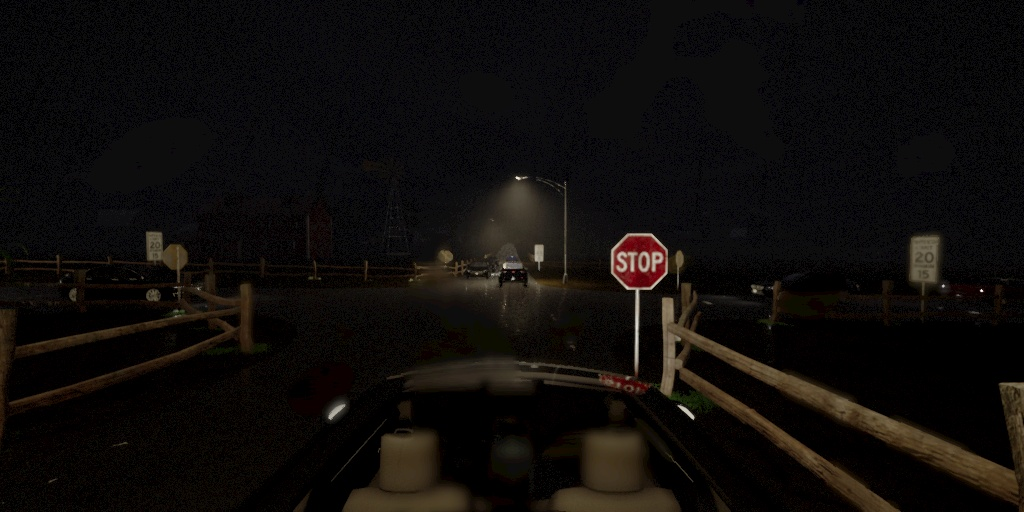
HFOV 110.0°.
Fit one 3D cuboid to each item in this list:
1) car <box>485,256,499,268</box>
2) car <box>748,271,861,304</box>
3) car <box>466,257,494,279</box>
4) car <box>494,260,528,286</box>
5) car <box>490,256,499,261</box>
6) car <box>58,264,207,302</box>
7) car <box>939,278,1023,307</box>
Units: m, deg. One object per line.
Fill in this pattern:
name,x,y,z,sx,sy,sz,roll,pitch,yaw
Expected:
car,-2.884,0.823,52.284,1.837,1.490,4.892,0,1,0
car,14.153,1.476,17.437,4.674,1.442,1.812,1,2,0
car,-2.875,1.164,31.823,1.882,1.535,5.008,0,0,0
car,0.074,1.218,24.820,2.128,1.511,4.902,0,0,0
car,-2.878,1.055,41.898,1.837,1.490,4.892,0,1,0
car,-15.259,1.095,14.603,4.892,1.490,1.837,1,2,-2
car,24.015,1.714,17.421,4.718,1.301,1.895,1,2,0
